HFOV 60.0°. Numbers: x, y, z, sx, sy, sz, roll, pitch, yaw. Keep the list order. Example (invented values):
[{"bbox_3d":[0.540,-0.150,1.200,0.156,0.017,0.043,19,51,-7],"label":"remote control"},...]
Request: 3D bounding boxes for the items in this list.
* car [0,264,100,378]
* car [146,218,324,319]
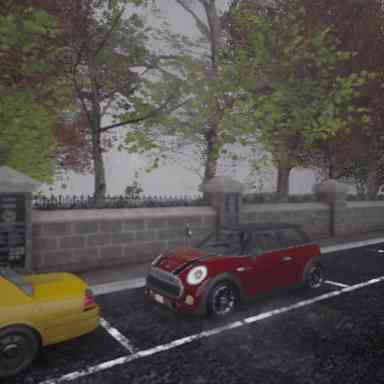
[{"bbox_3d":[-3.621,1.527,3.976,4.829,1.417,1.752,0,0,-36],"label":"car"},{"bbox_3d":[1.027,1.435,7.292,4.097,1.590,1.967,0,0,-36],"label":"car"}]
